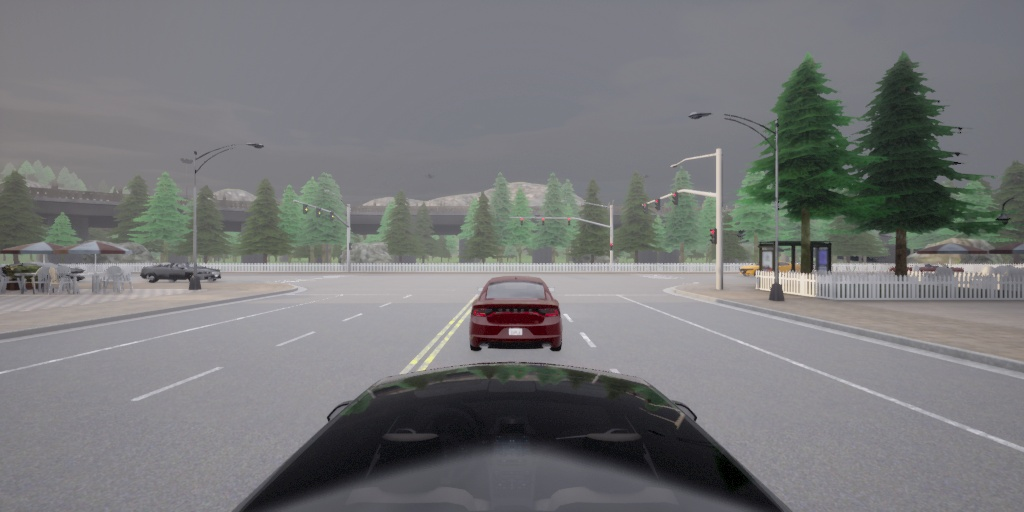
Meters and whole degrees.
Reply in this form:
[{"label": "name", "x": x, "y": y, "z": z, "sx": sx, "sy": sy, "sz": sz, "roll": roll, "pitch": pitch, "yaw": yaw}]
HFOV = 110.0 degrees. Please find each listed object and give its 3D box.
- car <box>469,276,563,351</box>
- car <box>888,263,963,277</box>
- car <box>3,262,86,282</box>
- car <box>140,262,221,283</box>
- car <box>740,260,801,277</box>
[{"label": "car", "x": 0.103, "y": 1.227, "z": 9.001, "sx": 1.882, "sy": 1.535, "sz": 5.008, "roll": 0, "pitch": 0, "yaw": 1}, {"label": "car", "x": 37.578, "y": 1.291, "z": 32.721, "sx": 4.718, "sy": 1.301, "sz": 1.895, "roll": 0, "pitch": 0, "yaw": 5}, {"label": "car", "x": -34.361, "y": 1.169, "z": 26.176, "sx": 5.008, "sy": 1.535, "sz": 1.882, "roll": 0, "pitch": 0, "yaw": -2}, {"label": "car", "x": -24.137, "y": 1.183, "z": 26.256, "sx": 4.902, "sy": 1.511, "sz": 2.128, "roll": 0, "pitch": 0, "yaw": -2}, {"label": "car", "x": 23.818, "y": 1.168, "z": 33.127, "sx": 5.008, "sy": 1.535, "sz": 1.882, "roll": 0, "pitch": 0, "yaw": 1}]
